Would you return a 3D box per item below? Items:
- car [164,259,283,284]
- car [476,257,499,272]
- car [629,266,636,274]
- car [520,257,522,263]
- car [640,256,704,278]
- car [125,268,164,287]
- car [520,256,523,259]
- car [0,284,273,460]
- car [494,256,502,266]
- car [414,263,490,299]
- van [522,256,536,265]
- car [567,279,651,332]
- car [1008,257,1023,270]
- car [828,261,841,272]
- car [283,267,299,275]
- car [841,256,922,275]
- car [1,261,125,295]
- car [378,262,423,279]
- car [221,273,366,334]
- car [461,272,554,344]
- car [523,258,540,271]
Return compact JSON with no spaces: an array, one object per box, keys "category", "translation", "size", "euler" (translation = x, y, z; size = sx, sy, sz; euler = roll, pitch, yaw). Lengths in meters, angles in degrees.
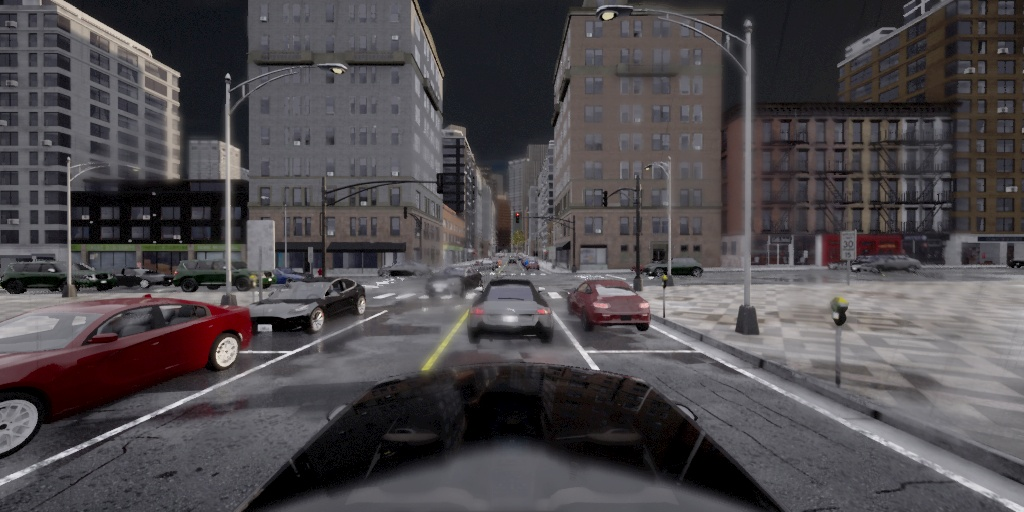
[{"category":"car","translation":[-18.438,1.222,23.149],"size":[5.566,2.045,2.150],"euler":[-1,0,-2]},{"category":"car","translation":[-3.088,1.207,45.634],"size":[1.812,1.442,4.674],"euler":[0,0,2]},{"category":"car","translation":[13.468,1.105,33.194],"size":[4.718,1.301,1.895],"euler":[-1,0,0]},{"category":"car","translation":[2.810,1.186,58.948],"size":[1.888,1.381,4.507],"euler":[0,0,0]},{"category":"car","translation":[13.337,0.876,29.941],"size":[4.553,1.767,2.097],"euler":[-1,0,0]},{"category":"car","translation":[-27.643,1.605,26.408],"size":[4.892,1.490,1.837],"euler":[0,0,0]},{"category":"car","translation":[2.826,1.202,64.505],"size":[1.802,1.307,4.207],"euler":[0,0,0]},{"category":"car","translation":[-5.778,1.295,4.943],"size":[1.888,1.381,4.507],"euler":[0,0,0]},{"category":"car","translation":[-3.054,1.197,56.032],"size":[2.033,1.411,5.357],"euler":[0,0,0]},{"category":"car","translation":[-2.852,1.266,18.325],"size":[2.128,1.511,4.902],"euler":[-1,-1,9]},{"category":"van","translation":[2.794,0.998,53.397],"size":[1.690,1.789,3.998],"euler":[0,0,0]},{"category":"car","translation":[2.715,1.330,10.634],"size":[1.802,1.307,4.207],"euler":[0,0,0]},{"category":"car","translation":[49.204,0.434,33.168],"size":[4.892,1.490,1.837],"euler":[-1,0,0]},{"category":"car","translation":[32.194,0.734,33.227],"size":[4.902,1.511,2.128],"euler":[-1,0,0]},{"category":"car","translation":[-17.469,1.519,26.427],"size":[5.357,1.411,2.033],"euler":[-1,0,0]},{"category":"car","translation":[31.128,0.766,29.976],"size":[4.902,1.511,2.128],"euler":[-1,0,0]},{"category":"car","translation":[-29.131,1.358,23.152],"size":[5.566,2.045,2.150],"euler":[-1,0,0]},{"category":"car","translation":[-9.857,1.297,33.152],"size":[4.902,1.511,2.128],"euler":[-2,0,0]},{"category":"car","translation":[-5.810,1.314,10.587],"size":[1.948,1.339,4.313],"euler":[0,0,0]},{"category":"car","translation":[-0.038,1.312,9.635],"size":[1.994,1.385,4.181],"euler":[0,0,0]},{"category":"car","translation":[2.778,1.257,47.845],"size":[1.802,1.307,4.207],"euler":[0,0,0]}]
